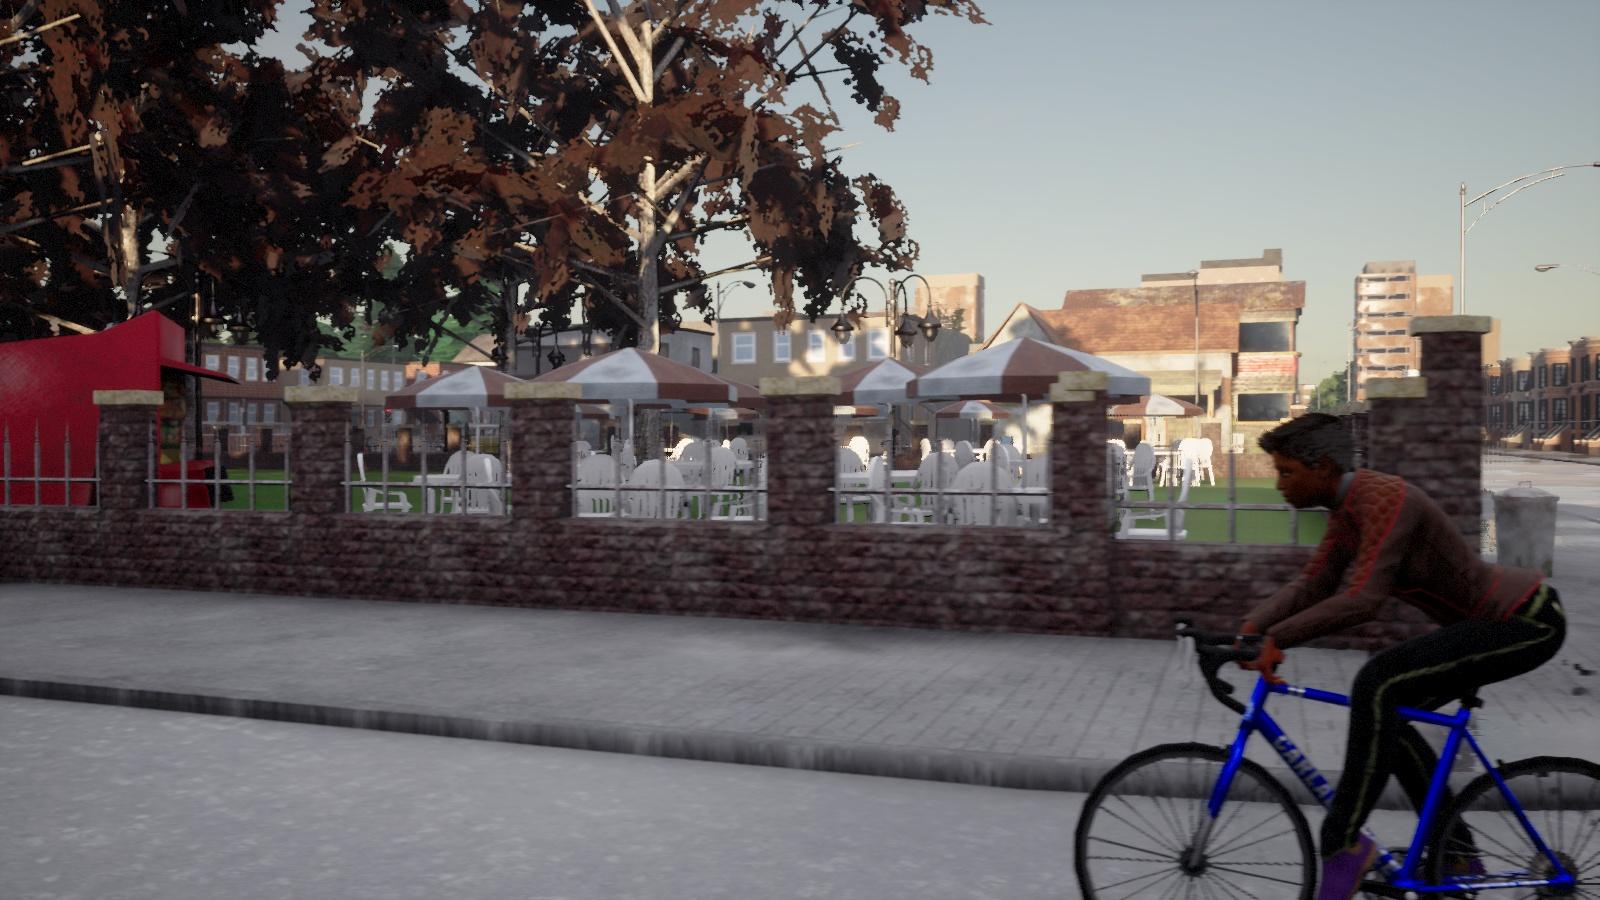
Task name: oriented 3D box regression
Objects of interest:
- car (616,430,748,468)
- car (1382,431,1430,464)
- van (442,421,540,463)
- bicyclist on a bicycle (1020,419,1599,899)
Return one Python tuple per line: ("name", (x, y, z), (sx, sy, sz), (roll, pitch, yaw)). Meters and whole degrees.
("car", (-5.043, -0.065, 53.771), (5.366, 1.575, 1.801), (1, 1, 20))
("car", (31.373, -0.154, 65.060), (1.851, 1.617, 3.988), (1, 1, 20))
("van", (-15.201, -0.406, 61.769), (4.442, 1.987, 1.775), (1, 1, 20))
("bicyclist on a bicycle", (1.468, 0.731, 3.552), (1.656, 1.620, 0.582), (0, 0, 11))
